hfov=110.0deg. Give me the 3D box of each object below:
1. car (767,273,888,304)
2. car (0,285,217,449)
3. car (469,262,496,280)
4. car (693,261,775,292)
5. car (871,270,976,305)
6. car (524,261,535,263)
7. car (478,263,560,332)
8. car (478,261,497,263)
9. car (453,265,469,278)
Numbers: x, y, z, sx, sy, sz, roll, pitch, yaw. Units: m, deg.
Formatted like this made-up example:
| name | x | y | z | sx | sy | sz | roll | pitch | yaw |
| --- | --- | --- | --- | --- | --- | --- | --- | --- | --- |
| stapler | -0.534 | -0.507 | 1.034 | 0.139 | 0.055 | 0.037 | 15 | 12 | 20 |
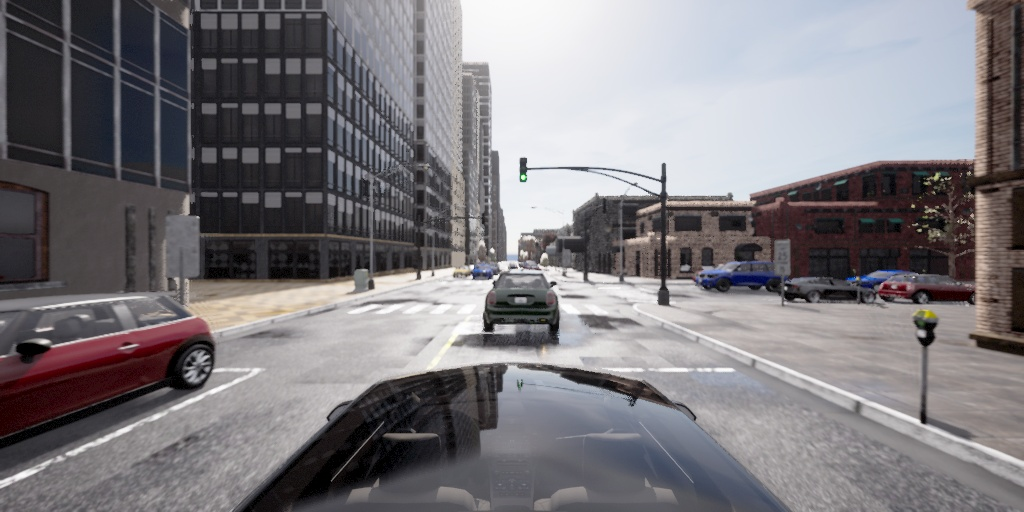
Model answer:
| name | x | y | z | sx | sy | sz | roll | pitch | yaw |
| --- | --- | --- | --- | --- | --- | --- | --- | --- | --- |
| car | 16.418 | 1.754 | 18.836 | 4.313 | 1.339 | 1.948 | 0 | 0 | 1 |
| car | -5.690 | 1.216 | 3.972 | 1.967 | 1.591 | 4.097 | 0 | 0 | 0 |
| car | -3.088 | 1.660 | 38.262 | 1.882 | 1.535 | 5.008 | 0 | -1 | 0 |
| car | 15.739 | 1.383 | 24.636 | 5.566 | 2.045 | 2.150 | 1 | 0 | 1 |
| car | 21.965 | 1.681 | 18.762 | 4.097 | 1.591 | 1.967 | 0 | 0 | 1 |
| car | 2.706 | 1.732 | 47.503 | 1.967 | 1.591 | 4.097 | 0 | 0 | 0 |
| car | 0.386 | 1.218 | 11.609 | 2.097 | 1.767 | 4.553 | 0 | -1 | 4 |
| car | -3.080 | 1.653 | 48.177 | 2.097 | 1.767 | 4.553 | 0 | -1 | 0 |
| car | -5.814 | 1.751 | 41.747 | 1.751 | 1.417 | 4.829 | 0 | 0 | 0 |
